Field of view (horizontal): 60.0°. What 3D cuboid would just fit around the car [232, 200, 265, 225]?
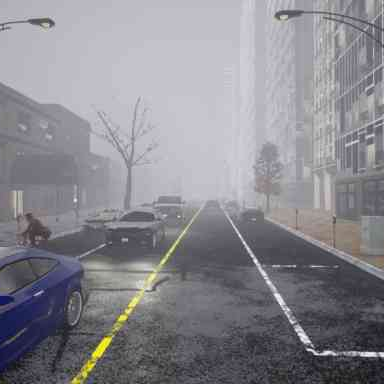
[{"bbox_3d":[4.202,1.559,23.976,2.008,1.369,4.403,1,0,4],"label":"car"}]

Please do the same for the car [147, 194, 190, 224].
[{"bbox_3d":[-1.626,1.230,25.223,2.150,2.045,5.566,0,0,4],"label":"car"}]

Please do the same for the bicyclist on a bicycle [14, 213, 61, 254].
[{"bbox_3d":[-4.764,1.456,10.068,1.656,1.620,0.582,0,0,3],"label":"bicyclist on a bicycle"}]

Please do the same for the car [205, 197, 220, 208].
[{"bbox_3d":[3.163,1.512,50.957,2.128,1.511,4.902,0,0,4],"label":"car"}]

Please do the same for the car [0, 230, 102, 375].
[{"bbox_3d":[-2.932,1.527,4.251,1.812,1.442,4.674,0,0,5],"label":"car"}]

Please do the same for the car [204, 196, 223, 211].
[{"bbox_3d":[2.543,1.521,40.889,1.837,1.490,4.892,0,0,4],"label":"car"}]

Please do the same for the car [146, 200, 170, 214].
[{"bbox_3d":[-3.597,1.595,35.827,1.802,1.307,4.206,1,0,4],"label":"car"}]

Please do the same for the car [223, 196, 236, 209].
[{"bbox_3d":[5.497,1.564,46.514,1.887,1.381,4.507,1,0,4],"label":"car"}]

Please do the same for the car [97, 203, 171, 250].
[{"bbox_3d":[-2.289,1.482,14.672,1.882,1.535,5.008,0,0,4],"label":"car"}]

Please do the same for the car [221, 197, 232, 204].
[{"bbox_3d":[6.545,1.593,63.414,1.947,1.339,4.313,1,0,4],"label":"car"}]

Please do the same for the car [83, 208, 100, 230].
[{"bbox_3d":[-4.740,1.557,18.933,2.008,1.369,4.403,1,0,4],"label":"car"}]

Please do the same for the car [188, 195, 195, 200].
[{"bbox_3d":[-0.069,1.625,92.156,1.802,1.307,4.206,1,0,4],"label":"car"}]

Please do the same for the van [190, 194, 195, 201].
[{"bbox_3d":[-0.414,1.381,86.522,1.690,1.788,3.998,1,0,4],"label":"van"}]

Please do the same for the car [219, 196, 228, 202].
[{"bbox_3d":[7.593,1.603,80.314,1.947,1.339,4.313,1,0,4],"label":"car"}]
